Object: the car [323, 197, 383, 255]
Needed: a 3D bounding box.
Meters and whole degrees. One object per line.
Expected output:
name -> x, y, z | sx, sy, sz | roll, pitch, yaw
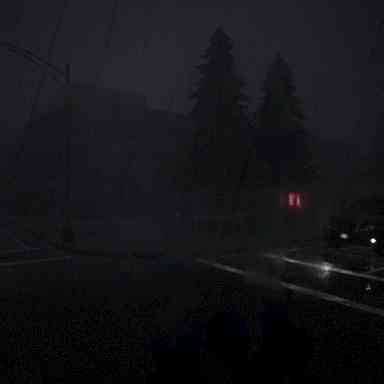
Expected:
car -> 7.745, 1.248, 13.719 | 5.566, 2.045, 2.150 | 0, 0, -36
